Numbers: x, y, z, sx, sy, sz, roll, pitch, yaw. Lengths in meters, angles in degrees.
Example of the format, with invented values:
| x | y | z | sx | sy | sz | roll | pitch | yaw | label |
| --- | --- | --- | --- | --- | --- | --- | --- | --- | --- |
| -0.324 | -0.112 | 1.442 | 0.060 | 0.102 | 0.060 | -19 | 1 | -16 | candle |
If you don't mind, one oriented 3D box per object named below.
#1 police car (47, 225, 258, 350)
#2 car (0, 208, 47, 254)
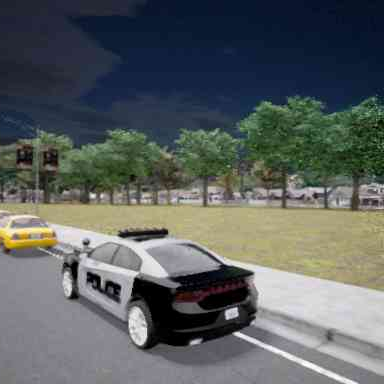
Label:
| x | y | z | sx | sy | sz | roll | pitch | yaw | label |
| --- | --- | --- | --- | --- | --- | --- | --- | --- | --- |
| -1.080 | 1.544 | 6.737 | 1.930 | 1.638 | 5.238 | 1 | -1 | -40 | police car |
| -7.505 | 1.655 | 14.503 | 1.801 | 1.575 | 5.366 | 1 | -1 | -40 | car |
